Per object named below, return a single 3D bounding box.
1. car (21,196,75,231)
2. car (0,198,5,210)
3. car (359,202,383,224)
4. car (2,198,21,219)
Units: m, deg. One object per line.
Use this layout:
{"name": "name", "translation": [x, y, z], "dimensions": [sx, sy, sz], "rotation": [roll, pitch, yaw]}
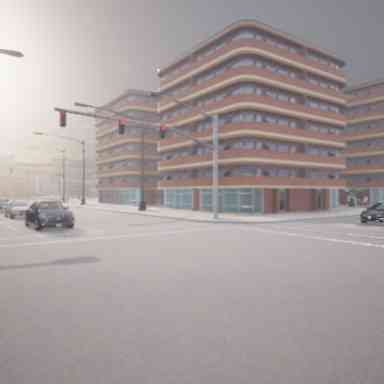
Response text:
{"name": "car", "translation": [-9.005, 1.348, 20.977], "dimensions": [2.097, 1.767, 4.553], "rotation": [0, 0, -37]}
{"name": "car", "translation": [-21.761, 1.489, 38.206], "dimensions": [2.128, 1.511, 4.902], "rotation": [0, 0, -36]}
{"name": "car", "translation": [13.876, 1.476, 23.701], "dimensions": [4.892, 1.490, 1.837], "rotation": [0, 0, -35]}
{"name": "car", "translation": [-15.064, 1.522, 29.145], "dimensions": [1.812, 1.442, 4.674], "rotation": [0, 0, -36]}
